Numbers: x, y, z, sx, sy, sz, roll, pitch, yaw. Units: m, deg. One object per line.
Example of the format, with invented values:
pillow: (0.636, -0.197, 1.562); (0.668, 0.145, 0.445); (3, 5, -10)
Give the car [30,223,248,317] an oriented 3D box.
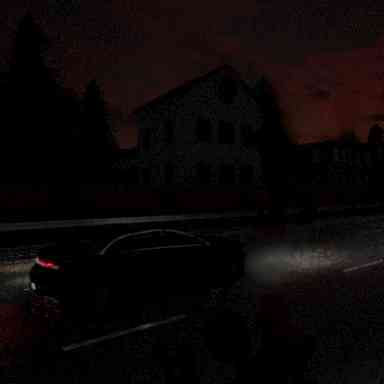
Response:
car: (-0.890, 1.443, 7.409); (4.902, 1.511, 2.128); (-1, 1, -35)
